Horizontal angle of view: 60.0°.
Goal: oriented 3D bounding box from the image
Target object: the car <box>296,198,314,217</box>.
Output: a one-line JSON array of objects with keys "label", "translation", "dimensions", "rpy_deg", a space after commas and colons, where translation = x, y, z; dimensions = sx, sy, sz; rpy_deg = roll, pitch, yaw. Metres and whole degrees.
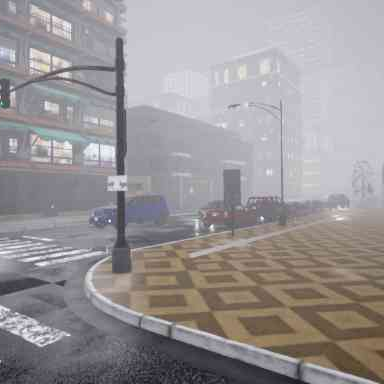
[{"label": "car", "translation": [9.109, 1.471, 29.768], "dimensions": [1.802, 1.307, 4.206], "rpy_deg": [-1, 0, 36]}]

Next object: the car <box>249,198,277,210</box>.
[{"label": "car", "translation": [9.304, 1.489, 43.311], "dimensions": [1.752, 1.417, 4.829], "rpy_deg": [-1, 0, 36]}]

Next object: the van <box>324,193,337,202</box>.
[{"label": "van", "translation": [29.318, 1.229, 70.459], "dimensions": [1.690, 1.788, 3.998], "rpy_deg": [-1, 0, 36]}]

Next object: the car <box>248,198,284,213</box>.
[{"label": "car", "translation": [8.583, 1.490, 38.164], "dimensions": [2.033, 1.411, 5.357], "rpy_deg": [-1, 0, 37]}]

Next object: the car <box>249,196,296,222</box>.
[{"label": "car", "translation": [5.787, 1.216, 25.268], "dimensions": [2.192, 1.841, 5.009], "rpy_deg": [-1, 0, 36]}]

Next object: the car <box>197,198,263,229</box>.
[{"label": "car", "translation": [2.470, 1.353, 20.765], "dimensions": [1.967, 1.590, 4.097], "rpy_deg": [-1, 0, 36]}]

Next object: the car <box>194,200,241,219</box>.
[{"label": "car", "translation": [2.356, 1.470, 29.731], "dimensions": [1.837, 1.490, 4.892], "rpy_deg": [-1, 0, 37]}]

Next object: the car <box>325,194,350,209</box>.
[{"label": "car", "translation": [19.064, 1.167, 43.274], "dimensions": [2.192, 1.841, 5.009], "rpy_deg": [-1, 0, 36]}]

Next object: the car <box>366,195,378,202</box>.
[{"label": "car", "translation": [35.662, 1.334, 65.782], "dimensions": [1.887, 1.381, 4.507], "rpy_deg": [-1, 0, 36]}]

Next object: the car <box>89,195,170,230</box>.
[{"label": "car", "translation": [-3.823, 1.209, 21.321], "dimensions": [2.150, 2.045, 5.566], "rpy_deg": [-1, 0, 38]}]

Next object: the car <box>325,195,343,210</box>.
[{"label": "car", "translation": [15.747, 1.415, 38.772], "dimensions": [2.008, 1.369, 4.403], "rpy_deg": [-1, 0, 36]}]

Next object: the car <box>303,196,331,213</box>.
[{"label": "car", "translation": [12.428, 1.421, 34.270], "dimensions": [1.887, 1.381, 4.507], "rpy_deg": [-1, 0, 36]}]

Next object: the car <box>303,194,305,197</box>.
[{"label": "car", "translation": [22.581, 1.440, 61.318], "dimensions": [1.752, 1.417, 4.829], "rpy_deg": [-1, 0, 36]}]
